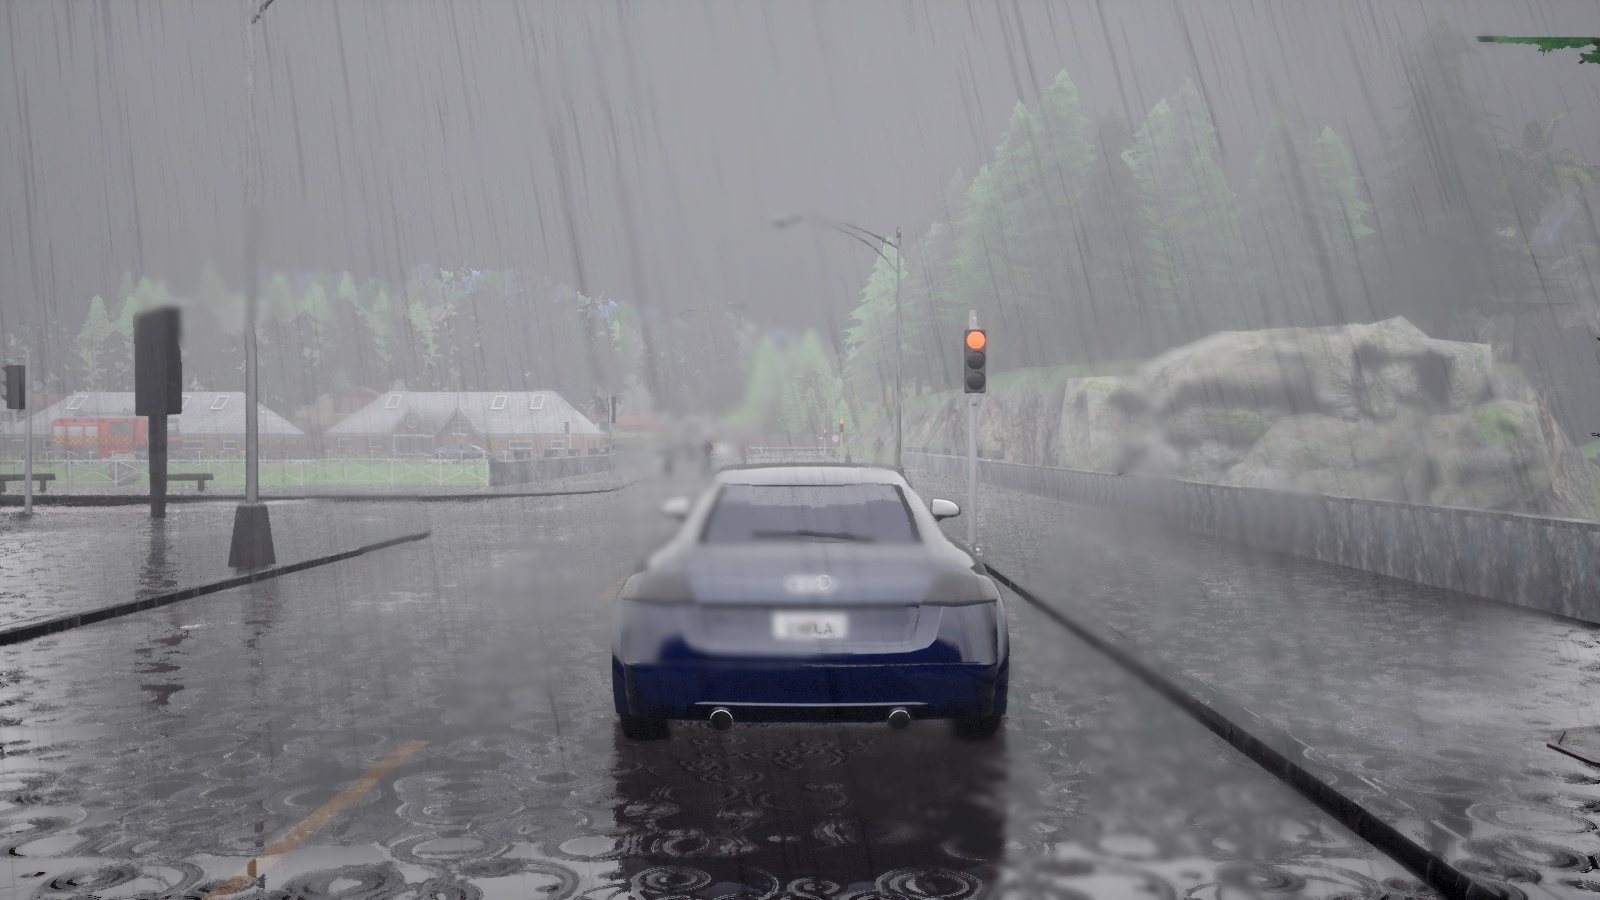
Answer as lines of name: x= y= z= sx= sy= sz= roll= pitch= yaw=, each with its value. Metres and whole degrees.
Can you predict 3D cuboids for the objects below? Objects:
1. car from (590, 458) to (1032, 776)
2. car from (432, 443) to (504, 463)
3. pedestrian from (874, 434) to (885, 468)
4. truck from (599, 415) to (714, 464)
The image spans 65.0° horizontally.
car: x=0.066 y=0.767 z=7.763 sx=1.994 sy=1.385 sz=4.181 roll=0 pitch=0 yaw=1
car: x=-24.593 y=0.201 z=93.122 sx=4.792 sy=1.488 sz=2.163 roll=0 pitch=0 yaw=0
pedestrian: x=4.373 y=0.069 z=69.264 sx=0.540 sy=1.848 sz=0.694 roll=0 pitch=0 yaw=1
truck: x=-10.479 y=-0.764 z=92.187 sx=7.936 sy=3.462 sz=2.891 roll=0 pitch=0 yaw=8
